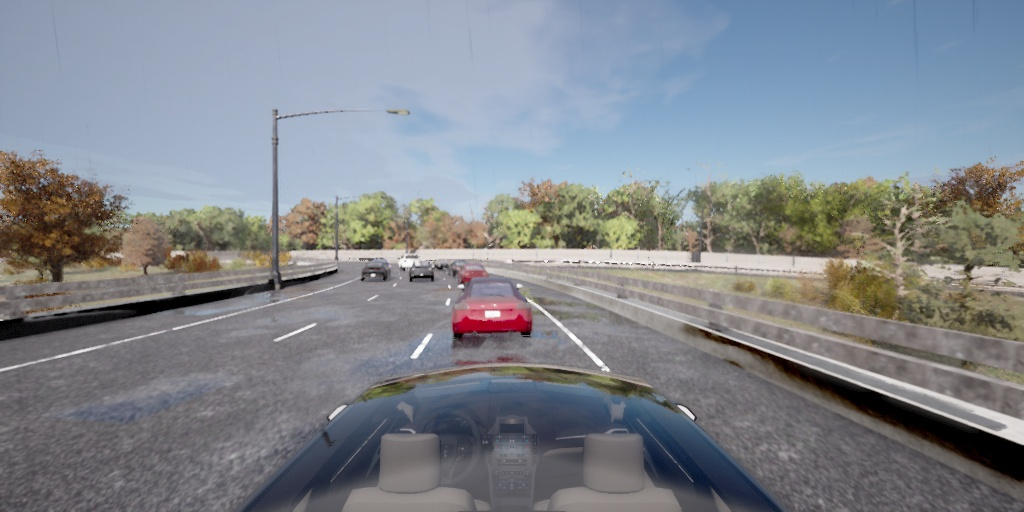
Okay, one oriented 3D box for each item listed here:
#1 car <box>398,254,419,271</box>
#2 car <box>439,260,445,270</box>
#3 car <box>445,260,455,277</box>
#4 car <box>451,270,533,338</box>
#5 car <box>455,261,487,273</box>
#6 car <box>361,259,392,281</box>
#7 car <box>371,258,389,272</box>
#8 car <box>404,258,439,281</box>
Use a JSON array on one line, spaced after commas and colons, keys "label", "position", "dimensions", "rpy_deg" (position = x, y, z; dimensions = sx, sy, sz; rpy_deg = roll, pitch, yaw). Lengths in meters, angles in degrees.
[{"label": "car", "position": [-12.896, 0.799, 44.968], "dimensions": [2.150, 2.045, 5.566], "rpy_deg": [0, 0, -23]}, {"label": "car", "position": [-8.815, 1.181, 44.218], "dimensions": [1.895, 1.301, 4.718], "rpy_deg": [0, 0, -22]}, {"label": "car", "position": [-4.746, 1.151, 32.685], "dimensions": [1.812, 1.442, 4.674], "rpy_deg": [0, 0, -16]}, {"label": "car", "position": [-0.598, 1.279, 10.146], "dimensions": [1.994, 1.385, 4.181], "rpy_deg": [0, 0, -5]}, {"label": "car", "position": [-2.592, 1.187, 23.683], "dimensions": [1.812, 1.442, 4.674], "rpy_deg": [0, 0, -11]}, {"label": "car", "position": [-10.949, 1.151, 29.029], "dimensions": [1.837, 1.490, 4.892], "rpy_deg": [0, 1, -14]}, {"label": "car", "position": [-15.897, 1.067, 43.031], "dimensions": [1.882, 1.535, 5.008], "rpy_deg": [0, 0, -22]}, {"label": "car", "position": [-7.136, 1.137, 28.335], "dimensions": [2.128, 1.511, 4.902], "rpy_deg": [0, 0, -14]}]
